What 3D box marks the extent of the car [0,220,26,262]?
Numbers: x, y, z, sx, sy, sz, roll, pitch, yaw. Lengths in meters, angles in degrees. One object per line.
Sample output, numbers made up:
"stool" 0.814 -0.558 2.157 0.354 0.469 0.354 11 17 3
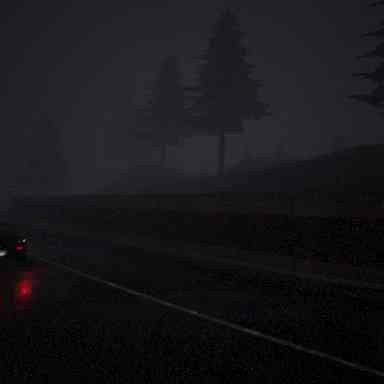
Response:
"car" -7.412 1.730 11.999 1.812 1.442 4.674 1 -1 -42
